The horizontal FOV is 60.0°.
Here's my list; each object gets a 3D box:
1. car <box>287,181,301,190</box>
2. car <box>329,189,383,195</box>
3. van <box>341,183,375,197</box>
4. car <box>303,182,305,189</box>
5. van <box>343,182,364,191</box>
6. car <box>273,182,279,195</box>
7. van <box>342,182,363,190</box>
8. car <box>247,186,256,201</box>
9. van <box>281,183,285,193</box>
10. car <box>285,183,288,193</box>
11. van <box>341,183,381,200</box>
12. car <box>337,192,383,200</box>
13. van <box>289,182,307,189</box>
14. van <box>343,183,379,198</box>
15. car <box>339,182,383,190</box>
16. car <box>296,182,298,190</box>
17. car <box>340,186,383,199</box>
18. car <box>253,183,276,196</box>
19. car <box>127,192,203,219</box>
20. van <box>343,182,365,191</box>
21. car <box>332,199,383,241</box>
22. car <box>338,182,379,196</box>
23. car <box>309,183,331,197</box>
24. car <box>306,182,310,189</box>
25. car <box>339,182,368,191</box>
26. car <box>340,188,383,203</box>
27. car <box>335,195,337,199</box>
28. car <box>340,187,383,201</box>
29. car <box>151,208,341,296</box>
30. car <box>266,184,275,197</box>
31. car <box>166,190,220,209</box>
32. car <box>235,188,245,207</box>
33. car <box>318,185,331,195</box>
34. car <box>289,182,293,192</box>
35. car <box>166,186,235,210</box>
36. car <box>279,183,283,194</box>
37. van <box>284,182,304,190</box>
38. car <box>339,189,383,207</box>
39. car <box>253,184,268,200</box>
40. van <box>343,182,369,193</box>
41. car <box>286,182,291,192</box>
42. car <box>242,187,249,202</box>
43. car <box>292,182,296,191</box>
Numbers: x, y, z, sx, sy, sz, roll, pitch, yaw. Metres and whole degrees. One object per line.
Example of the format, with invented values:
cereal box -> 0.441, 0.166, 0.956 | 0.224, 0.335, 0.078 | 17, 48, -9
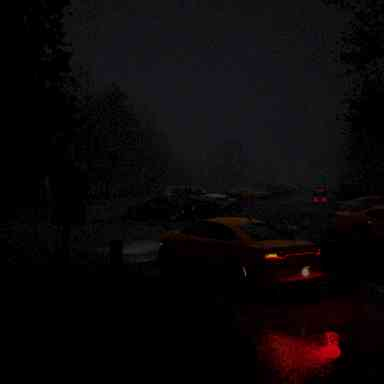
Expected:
car -> 19.577, -0.921, 70.177 | 5.366, 1.575, 1.946 | 1, 2, 24
car -> 13.156, 0.859, 24.347 | 5.366, 1.575, 1.946 | 1, 3, 24
van -> 24.647, -0.394, 49.513 | 4.442, 1.987, 1.878 | 1, 2, 24
car -> 23.178, -1.186, 77.685 | 5.008, 1.535, 2.097 | 1, 2, 24
van -> 37.436, -1.379, 77.155 | 4.442, 1.987, 1.878 | 1, 2, 24
car -> 9.464, -0.227, 47.342 | 4.553, 1.767, 2.185 | 1, 2, 24
van -> 38.421, -1.476, 79.894 | 4.442, 1.987, 1.878 | 1, 2, 24
car -> 3.542, 0.424, 34.810 | 5.366, 1.575, 1.946 | 1, 3, 24
van -> 11.833, -0.509, 52.355 | 4.442, 1.987, 1.878 | 1, 2, 24
car -> 12.845, -0.346, 54.951 | 4.792, 1.488, 2.163 | 1, 2, 24
van -> 21.219, -0.121, 41.930 | 4.442, 1.987, 1.878 | 1, 2, 24
car -> 9.975, 1.077, 16.803 | 4.553, 1.767, 2.185 | 1, 3, 24
van -> 28.799, -1.789, 90.346 | 4.442, 1.987, 1.878 | 1, 1, 24
van -> 23.716, -0.300, 46.895 | 4.442, 1.987, 1.878 | 1, 2, 24
car -> 15.637, 0.387, 29.288 | 5.566, 2.045, 2.435 | 1, 3, 24
car -> 17.461, -0.734, 65.044 | 4.892, 1.521, 2.231 | 1, 2, 24
car -> 22.472, 0.013, 44.427 | 5.008, 1.535, 2.097 | 1, 2, 24
car -> 8.283, -0.005, 44.832 | 4.892, 1.521, 2.231 | 1, 3, 24
car -> -2.044, 1.030, 22.117 | 4.792, 1.488, 2.163 | 1, 3, 24
van -> 36.344, -1.293, 74.747 | 4.442, 1.987, 1.878 | 1, 2, 24
car -> 8.799, 1.316, 14.302 | 5.008, 1.535, 2.097 | 1, 3, 24
car -> 25.871, -0.508, 51.996 | 5.566, 2.045, 2.435 | 1, 2, 24
car -> 18.365, -0.084, 47.345 | 2.128, 1.511, 4.902 | 1, 2, 24
car -> 26.647, -1.706, 85.243 | 5.566, 2.045, 2.435 | 1, 2, 24
car -> 35.069, -1.231, 72.284 | 5.566, 2.045, 2.435 | 1, 2, 24
car -> 19.119, 0.329, 36.976 | 4.792, 1.488, 2.163 | 1, 3, 24
car -> 11.012, 1.122, 19.243 | 4.792, 1.488, 2.163 | 1, 3, 24
car -> 20.208, 0.232, 39.378 | 4.792, 1.488, 2.163 | 1, 2, 24
car -> 0.905, 1.378, 8.522 | 1.882, 1.535, 5.008 | 2, -1, -31
car -> 7.316, 0.096, 42.234 | 5.366, 1.575, 1.946 | 1, 3, 24
car -> -0.867, 0.887, 24.627 | 5.008, 1.535, 2.097 | 1, 3, 24
car -> 1.588, 0.659, 29.605 | 5.366, 1.575, 1.946 | 1, 3, 24
car -> 22.615, -0.432, 56.718 | 1.882, 1.535, 5.008 | 1, 2, 24
car -> 15.137, -0.526, 60.006 | 4.792, 1.488, 2.163 | 1, 2, 24
car -> 0.299, 0.522, 27.133 | 5.566, 2.045, 2.435 | 1, 3, 24
car -> 10.607, -0.165, 49.872 | 4.792, 1.488, 2.163 | 1, 2, 24
van -> 25.369, -1.593, 82.777 | 4.442, 1.987, 1.878 | 1, 2, 24
car -> 16.729, 0.553, 31.844 | 4.792, 1.488, 2.163 | 1, 3, 24
car -> 5.883, 0.193, 39.973 | 5.366, 1.575, 1.946 | 1, 3, 24
van -> 31.771, -0.933, 64.661 | 4.442, 1.987, 1.878 | 1, 2, 24
car -> 13.991, -0.436, 57.478 | 4.792, 1.488, 2.163 | 1, 2, 24
car -> 2.571, 0.546, 32.206 | 4.892, 1.521, 2.231 | 1, 3, 24
car -> 16.140, -0.651, 62.596 | 5.366, 1.575, 1.946 | 1, 2, 24
